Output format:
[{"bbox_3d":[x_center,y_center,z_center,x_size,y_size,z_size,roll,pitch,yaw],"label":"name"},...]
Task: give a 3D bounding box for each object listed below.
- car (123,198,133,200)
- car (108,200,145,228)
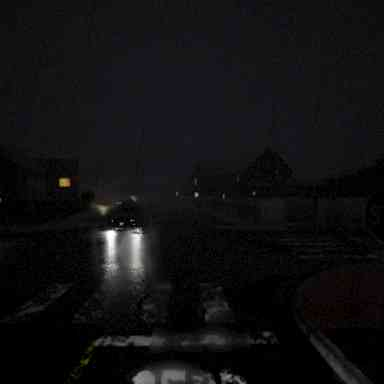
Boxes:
[{"bbox_3d":[-10.766,1.672,55.827,2.033,1.411,5.357,0,0,-18],"label":"car"},{"bbox_3d":[-4.243,1.572,22.210,1.837,1.490,4.892,0,2,-1],"label":"car"}]
